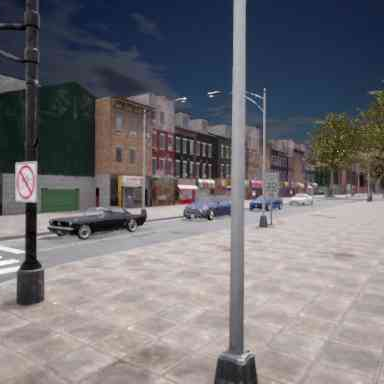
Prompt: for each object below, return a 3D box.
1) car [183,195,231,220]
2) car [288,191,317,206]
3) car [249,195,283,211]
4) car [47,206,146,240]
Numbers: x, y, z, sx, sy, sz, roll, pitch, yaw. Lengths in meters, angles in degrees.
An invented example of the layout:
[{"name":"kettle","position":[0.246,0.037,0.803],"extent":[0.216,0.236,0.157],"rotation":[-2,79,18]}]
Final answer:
[{"name":"car","position":[1.337,1.021,24.387],"extent":[2.097,1.767,4.553],"rotation":[1,1,36]},{"name":"car","position":[13.637,0.941,41.536],"extent":[1.812,1.442,4.674],"rotation":[1,1,37]},{"name":"car","position":[7.409,1.016,32.890],"extent":[1.882,1.535,5.008],"rotation":[1,1,36]},{"name":"car","position":[-4.487,1.404,16.229],"extent":[1.895,1.301,4.718],"rotation":[1,1,35]}]
